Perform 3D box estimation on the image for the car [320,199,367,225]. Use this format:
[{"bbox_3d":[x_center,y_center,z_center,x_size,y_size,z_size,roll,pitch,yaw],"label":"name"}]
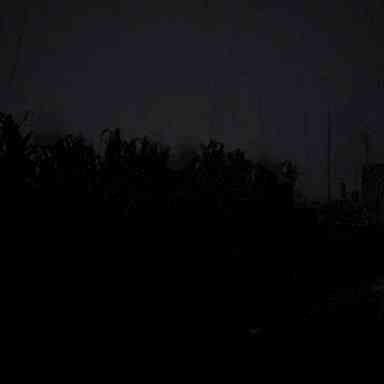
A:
[{"bbox_3d":[11.516,1.303,23.559,2.097,1.767,4.553,0,0,-36],"label":"car"}]
